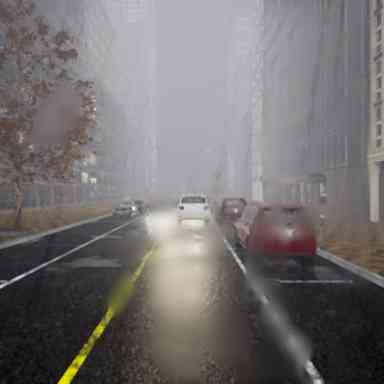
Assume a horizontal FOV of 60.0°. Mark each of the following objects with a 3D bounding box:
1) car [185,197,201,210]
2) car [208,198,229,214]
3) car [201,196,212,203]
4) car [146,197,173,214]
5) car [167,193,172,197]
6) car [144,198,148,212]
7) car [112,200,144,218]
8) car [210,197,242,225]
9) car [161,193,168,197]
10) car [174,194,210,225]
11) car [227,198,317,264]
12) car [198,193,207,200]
[{"bbox_3d":[0.099,1.413,41.902,1.812,1.442,4.674,0,0,0],"label":"car"},{"bbox_3d":[2.692,1.435,34.639,1.752,1.417,4.829,0,0,0],"label":"car"},{"bbox_3d":[2.692,1.386,62.930,1.947,1.339,4.313,0,0,0],"label":"car"},{"bbox_3d":[-3.099,1.514,33.470,1.895,1.301,4.718,0,0,0],"label":"car"},{"bbox_3d":[-5.689,1.346,68.635,1.887,1.381,4.507,0,0,0],"label":"car"},{"bbox_3d":[-5.689,1.476,34.482,1.947,1.339,4.313,0,0,0],"label":"car"},{"bbox_3d":[-5.688,1.477,28.789,2.008,1.369,4.403,0,0,0],"label":"car"},{"bbox_3d":[2.694,1.257,23.085,2.192,1.841,5.009,0,0,0],"label":"car"},{"bbox_3d":[-5.689,1.390,57.251,2.008,1.369,4.403,0,0,0],"label":"car"},{"bbox_3d":[0.099,1.163,23.451,2.150,2.045,5.566,0,0,0],"label":"car"},{"bbox_3d":[2.694,1.286,11.700,2.192,1.841,5.009,0,0,0],"label":"car"},{"bbox_3d":[2.692,1.182,85.697,1.967,1.590,4.097,0,0,0],"label":"car"}]
